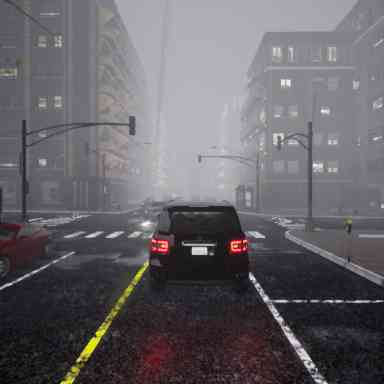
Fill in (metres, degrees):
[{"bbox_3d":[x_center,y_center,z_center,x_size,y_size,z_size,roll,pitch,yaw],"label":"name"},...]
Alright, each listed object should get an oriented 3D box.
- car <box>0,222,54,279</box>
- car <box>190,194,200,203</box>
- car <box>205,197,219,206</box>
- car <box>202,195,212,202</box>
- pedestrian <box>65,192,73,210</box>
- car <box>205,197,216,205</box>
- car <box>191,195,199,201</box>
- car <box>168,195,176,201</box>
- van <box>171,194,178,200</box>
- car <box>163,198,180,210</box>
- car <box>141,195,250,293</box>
[{"bbox_3d":[-5.609,1.581,9.952,1.802,1.307,4.206,0,0,1],"label":"car"},{"bbox_3d":[0.702,1.354,72.859,2.097,1.767,4.553,0,0,1],"label":"car"},{"bbox_3d":[3.188,1.549,53.552,2.008,1.369,4.403,0,0,1],"label":"car"},{"bbox_3d":[3.403,1.439,76.106,1.967,1.590,4.097,0,0,1],"label":"car"},{"bbox_3d":[-12.405,0.902,33.421,0.375,1.860,0.375,0,-1,0],"label":"pedestrian"},{"bbox_3d":[3.242,1.543,59.190,1.887,1.381,4.507,0,0,1],"label":"car"},{"bbox_3d":[0.781,1.477,82.636,1.882,1.535,5.008,0,0,1],"label":"car"},{"bbox_3d":[-4.924,1.525,81.660,1.752,1.417,4.829,0,0,1],"label":"car"},{"bbox_3d":[-4.815,1.340,93.108,1.690,1.788,3.998,0,0,1],"label":"van"},{"bbox_3d":[-2.681,1.562,44.865,1.994,1.385,4.181,0,0,1],"label":"car"},{"bbox_3d":[0.169,1.221,9.035,2.150,2.045,5.566,0,0,1],"label":"car"}]
